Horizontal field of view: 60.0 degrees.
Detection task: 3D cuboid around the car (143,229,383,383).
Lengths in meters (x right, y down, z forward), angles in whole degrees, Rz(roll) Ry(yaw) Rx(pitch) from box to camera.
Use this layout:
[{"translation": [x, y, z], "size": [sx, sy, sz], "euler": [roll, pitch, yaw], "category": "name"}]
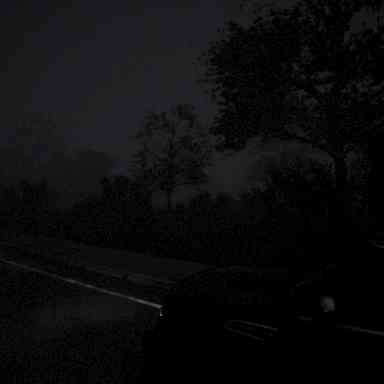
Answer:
[{"translation": [2.162, 1.229, 2.535], "size": [5.566, 2.045, 2.150], "euler": [0, 0, 35], "category": "car"}]
